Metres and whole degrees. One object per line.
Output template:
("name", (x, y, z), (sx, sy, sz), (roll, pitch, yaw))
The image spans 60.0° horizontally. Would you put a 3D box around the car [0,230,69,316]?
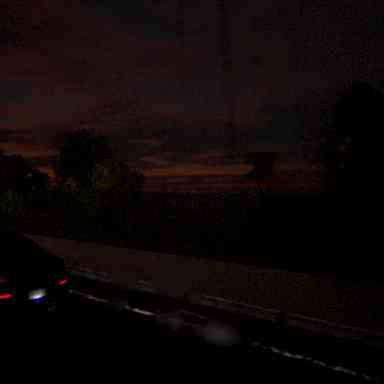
("car", (-4.432, 1.521, 6.848), (4.674, 1.442, 1.812), (0, 0, 35))
